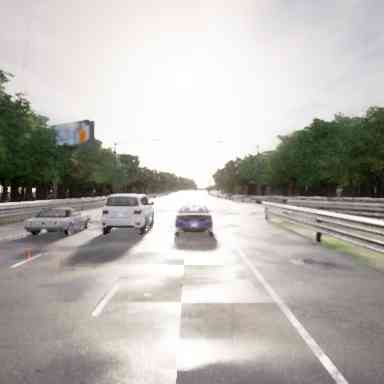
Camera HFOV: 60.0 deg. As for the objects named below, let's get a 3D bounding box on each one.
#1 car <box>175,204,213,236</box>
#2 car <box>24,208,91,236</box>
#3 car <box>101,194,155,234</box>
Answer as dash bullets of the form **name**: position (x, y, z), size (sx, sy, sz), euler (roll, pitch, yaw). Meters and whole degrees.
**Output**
- **car**: position (0.102, 1.380, 17.933), size (1.882, 1.535, 5.008), euler (0, 0, 0)
- **car**: position (-6.897, 1.504, 17.720), size (1.895, 1.301, 4.718), euler (0, 0, 0)
- **car**: position (-3.397, 1.122, 18.485), size (2.150, 2.045, 5.566), euler (0, 0, 0)
